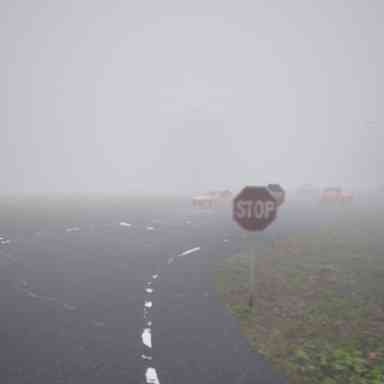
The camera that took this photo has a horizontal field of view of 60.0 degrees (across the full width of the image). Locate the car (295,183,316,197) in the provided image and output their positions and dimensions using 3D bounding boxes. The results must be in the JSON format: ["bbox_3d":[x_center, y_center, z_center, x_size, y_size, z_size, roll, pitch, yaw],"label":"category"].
[{"bbox_3d":[15.913,-0.410,45.685,2.097,1.767,4.553,3,3,38],"label":"car"}]

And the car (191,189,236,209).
[{"bbox_3d":[1.929,0.514,28.127,1.882,1.535,5.008,3,5,38],"label":"car"}]

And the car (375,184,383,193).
[{"bbox_3d":[34.894,-0.626,61.143,1.837,1.490,4.892,3,3,32],"label":"car"}]

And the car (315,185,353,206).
[{"bbox_3d":[13.897,0.290,31.922,2.097,1.767,4.553,3,4,38],"label":"car"}]
